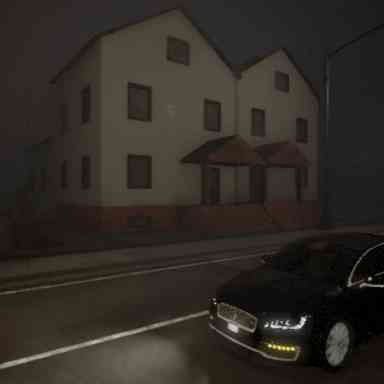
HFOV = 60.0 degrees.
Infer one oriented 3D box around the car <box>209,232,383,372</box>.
[{"bbox_3d":[2.516,1.521,5.768,4.892,1.490,1.837,0,0,-35],"label":"car"}]
